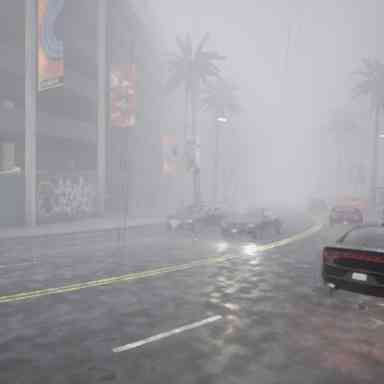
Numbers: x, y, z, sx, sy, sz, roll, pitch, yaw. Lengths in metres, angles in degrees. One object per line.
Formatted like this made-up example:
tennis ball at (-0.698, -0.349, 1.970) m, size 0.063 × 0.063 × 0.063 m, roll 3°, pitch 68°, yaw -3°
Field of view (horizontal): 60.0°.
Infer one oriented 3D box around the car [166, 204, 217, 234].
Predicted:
car at (0.443, 1.477, 19.273) m, size 2.128 × 1.511 × 4.902 m, roll 0°, pitch 0°, yaw 34°

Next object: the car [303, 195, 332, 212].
car at (14.629, 1.483, 39.124) m, size 1.837 × 1.490 × 4.892 m, roll 0°, pitch 1°, yaw 11°

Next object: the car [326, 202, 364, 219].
car at (10.359, 1.588, 22.530) m, size 1.895 × 1.301 × 4.718 m, roll 0°, pitch 0°, yaw 24°

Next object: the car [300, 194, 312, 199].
car at (29.243, 1.301, 83.729) m, size 2.185 × 1.767 × 4.553 m, roll 0°, pitch 0°, yaw 10°

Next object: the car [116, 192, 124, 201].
car at (-11.626, 0.978, 53.577) m, size 2.435 × 2.045 × 5.566 m, roll 0°, pitch 0°, yaw 10°

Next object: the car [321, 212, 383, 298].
car at (4.910, 1.474, 8.138) m, size 1.882 × 1.535 × 5.008 m, roll 0°, pitch 0°, yaw 44°

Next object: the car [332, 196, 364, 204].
car at (17.990, 1.330, 38.060) m, size 2.097 × 1.767 × 4.553 m, roll 0°, pitch 0°, yaw 11°

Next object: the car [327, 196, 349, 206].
car at (24.054, 1.449, 54.816) m, size 2.231 × 1.521 × 4.892 m, roll 0°, pitch 0°, yaw 10°

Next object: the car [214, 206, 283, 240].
car at (3.249, 1.513, 17.190) m, size 1.812 × 1.442 × 4.674 m, roll 0°, pitch 0°, yaw 34°
